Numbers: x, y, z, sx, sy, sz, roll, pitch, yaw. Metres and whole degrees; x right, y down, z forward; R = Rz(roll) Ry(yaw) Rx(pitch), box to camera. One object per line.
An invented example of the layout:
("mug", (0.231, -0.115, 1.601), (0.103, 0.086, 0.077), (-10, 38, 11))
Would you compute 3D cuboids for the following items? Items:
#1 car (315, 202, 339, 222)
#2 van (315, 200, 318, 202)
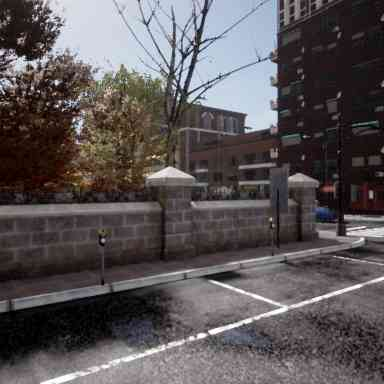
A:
("car", (10.088, 1.814, 28.969), (2.033, 1.411, 5.357), (0, -1, -38))
("van", (10.496, 1.644, 32.597), (1.690, 1.788, 3.998), (-1, 0, -36))
